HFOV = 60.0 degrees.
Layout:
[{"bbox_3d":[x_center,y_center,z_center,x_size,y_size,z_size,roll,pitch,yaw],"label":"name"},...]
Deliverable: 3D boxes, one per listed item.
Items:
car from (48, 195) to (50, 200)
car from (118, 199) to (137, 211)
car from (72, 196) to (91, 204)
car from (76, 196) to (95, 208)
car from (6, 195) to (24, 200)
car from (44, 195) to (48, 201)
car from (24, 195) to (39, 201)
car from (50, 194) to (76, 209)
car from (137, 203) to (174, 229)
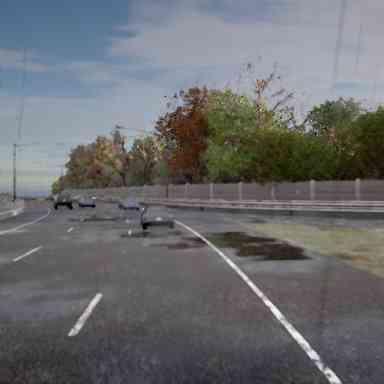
[{"bbox_3d":[-31.335,1.549,77.855,1.882,1.535,5.008,0,0,-38],"label":"car"},{"bbox_3d":[-7.670,1.528,40.049,2.033,1.411,5.357,0,0,-21],"label":"car"},{"bbox_3d":[-22.077,1.555,66.369,2.128,1.511,4.902,0,0,-37],"label":"car"},{"bbox_3d":[-15.685,1.582,49.247,1.994,1.385,4.181,0,0,-27],"label":"car"},{"bbox_3d":[-42.336,1.456,78.424,4.892,1.490,1.837,0,0,40],"label":"car"},{"bbox_3d":[-35.715,1.404,83.516,1.837,1.490,4.892,0,0,-35],"label":"car"},{"bbox_3d":[-39.981,1.489,81.014,4.181,1.385,1.994,0,0,40],"label":"car"},{"bbox_3d":[-17.984,1.259,46.163,2.150,2.045,5.566,0,0,-26],"label":"car"},{"bbox_3d":[-2.326,1.542,21.496,1.994,1.385,4.181,0,0,-11],"label":"car"}]
